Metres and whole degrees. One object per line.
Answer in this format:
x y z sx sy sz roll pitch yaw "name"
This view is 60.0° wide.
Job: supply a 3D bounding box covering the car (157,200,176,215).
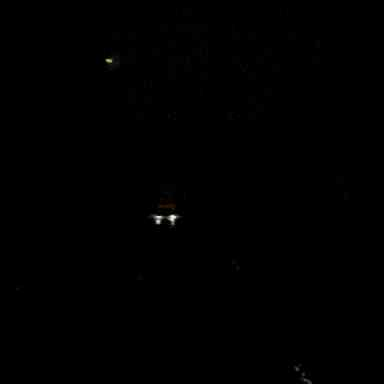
-2.798 1.655 37.227 1.882 1.535 5.008 0 0 1 "car"
